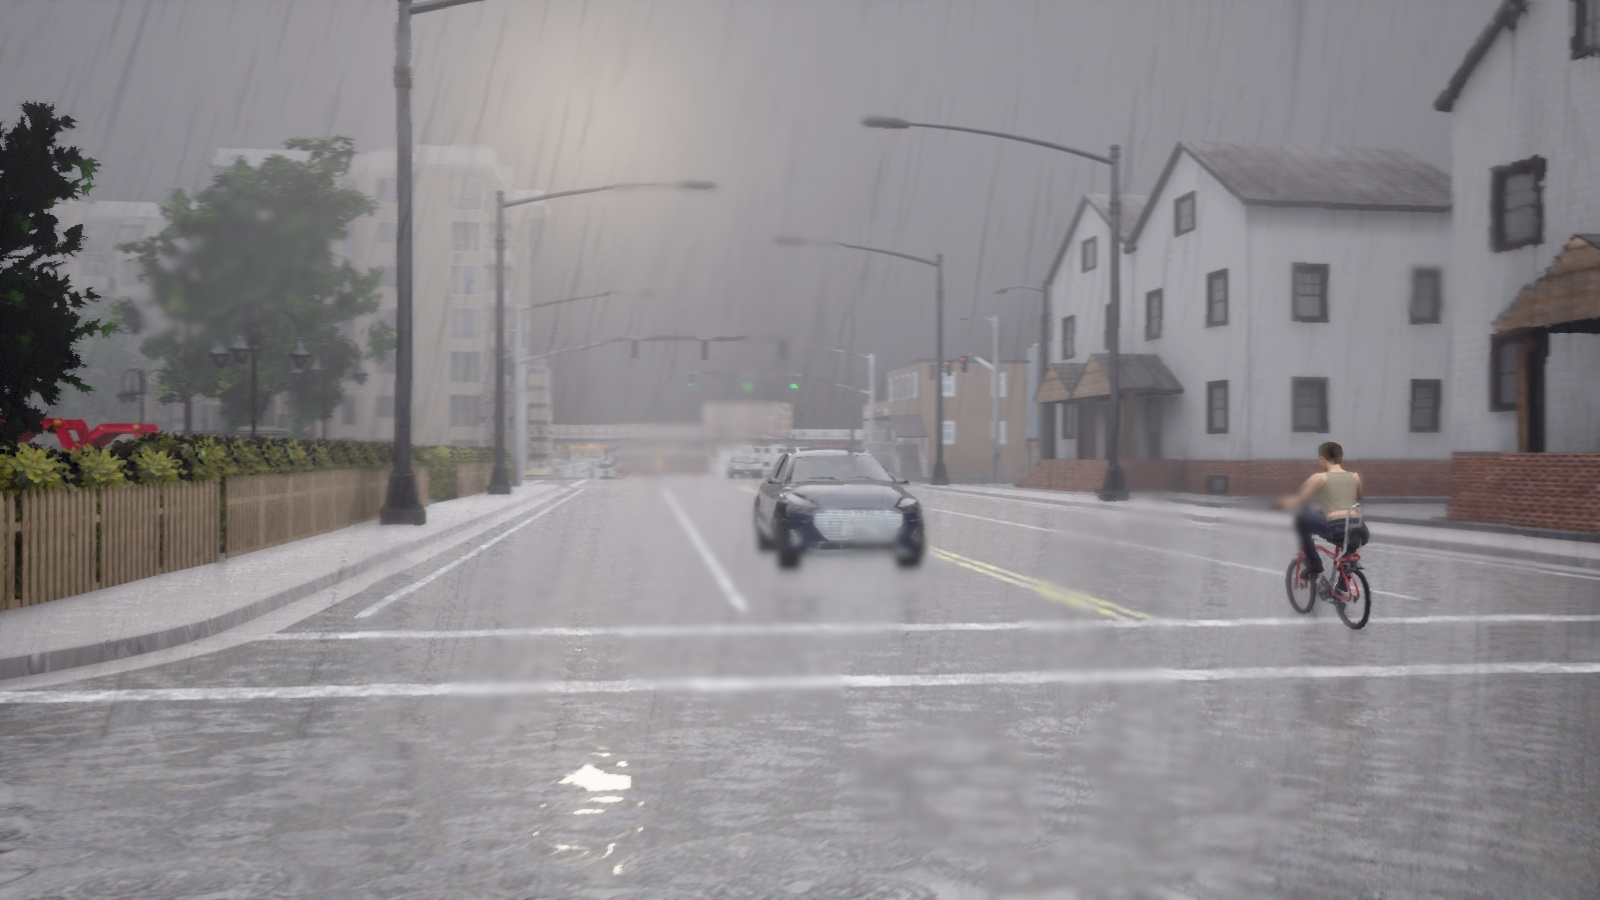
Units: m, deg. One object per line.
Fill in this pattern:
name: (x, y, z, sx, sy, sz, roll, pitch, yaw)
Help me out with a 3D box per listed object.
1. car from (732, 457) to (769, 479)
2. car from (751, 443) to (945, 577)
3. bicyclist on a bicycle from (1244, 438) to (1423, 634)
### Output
car: (-3.036, 1.122, 76.622, 1.895, 1.301, 4.718, 0, -1, -7)
car: (0.506, 0.748, 17.995, 2.033, 1.649, 4.856, 0, 0, -7)
bicyclist on a bicycle: (4.692, 0.712, 11.162, 0.866, 1.612, 1.509, -1, 0, -3)
